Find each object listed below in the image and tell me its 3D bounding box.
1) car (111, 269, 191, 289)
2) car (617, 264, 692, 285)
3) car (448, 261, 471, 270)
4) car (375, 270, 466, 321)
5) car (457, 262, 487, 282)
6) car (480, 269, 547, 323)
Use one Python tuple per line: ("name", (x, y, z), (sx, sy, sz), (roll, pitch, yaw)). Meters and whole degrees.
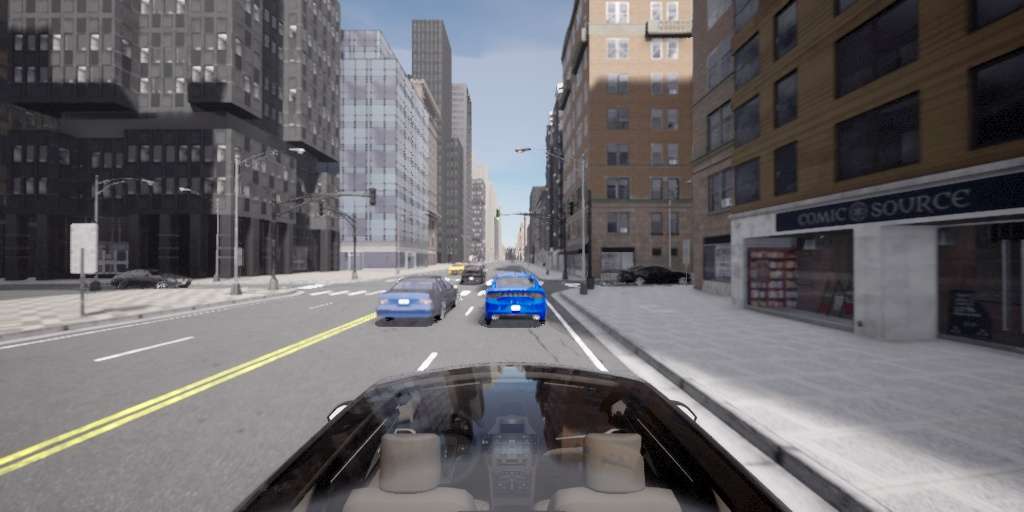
("car", (-25.937, 1.680, 25.811), (4.674, 1.442, 1.812), (0, 0, 0))
("car", (9.976, 1.339, 25.175), (5.008, 1.535, 1.882), (0, -1, -4))
("car", (-6.588, 1.606, 43.979), (1.882, 1.535, 5.008), (0, 0, 0))
("car", (-3.150, 1.398, 12.948), (2.033, 1.411, 5.357), (0, -1, 0))
("car", (-3.148, 1.510, 30.158), (1.837, 1.490, 4.892), (0, 0, 0))
("car", (0.101, 1.325, 12.556), (1.882, 1.535, 5.008), (0, 0, 0))
